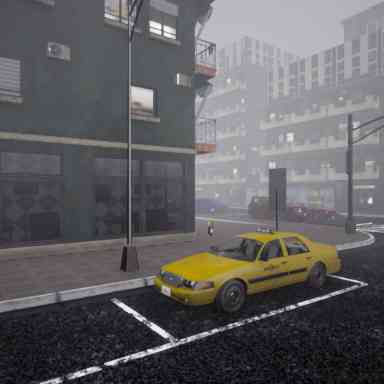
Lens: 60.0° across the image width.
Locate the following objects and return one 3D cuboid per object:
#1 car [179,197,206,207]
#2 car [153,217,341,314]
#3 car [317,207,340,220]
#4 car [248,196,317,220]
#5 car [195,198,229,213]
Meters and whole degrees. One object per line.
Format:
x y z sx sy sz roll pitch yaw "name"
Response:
-0.024 1.465 48.674 1.802 1.307 4.206 0 0 -36 "car"
1.475 1.525 7.612 4.829 1.417 1.752 0 0 -35 "car"
9.071 1.552 26.256 1.895 1.301 4.718 0 0 -37 "car"
6.477 1.264 25.404 2.192 1.841 5.009 0 0 -36 "car"
1.952 1.392 36.068 1.882 1.535 5.008 0 0 -36 "car"
